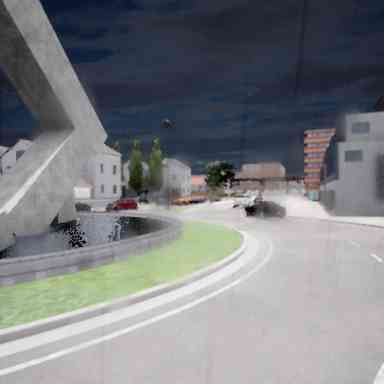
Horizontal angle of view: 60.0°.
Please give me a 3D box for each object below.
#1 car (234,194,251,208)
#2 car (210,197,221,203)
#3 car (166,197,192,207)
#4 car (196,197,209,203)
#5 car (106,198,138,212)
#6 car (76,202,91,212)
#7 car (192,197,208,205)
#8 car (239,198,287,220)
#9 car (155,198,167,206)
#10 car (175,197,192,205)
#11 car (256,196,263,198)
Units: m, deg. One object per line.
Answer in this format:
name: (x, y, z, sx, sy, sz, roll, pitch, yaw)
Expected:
car: (7.866, 1.378, 51.645, 2.150, 2.045, 5.566, -1, 0, 17)
car: (5.755, 1.920, 81.672, 1.895, 1.301, 4.718, -1, 0, 19)
car: (-2.265, 1.912, 58.687, 1.895, 1.301, 4.718, -1, 0, 21)
car: (2.589, 1.923, 83.231, 1.994, 1.385, 4.181, -1, 0, 19)
car: (-9.543, 1.687, 45.408, 2.097, 1.767, 4.553, -1, 0, 34)
car: (-15.526, 1.962, 43.742, 4.181, 1.385, 1.994, 0, 0, -44)
car: (1.166, 1.915, 68.305, 1.895, 1.301, 4.718, -1, 0, 19)
car: (6.242, 1.545, 28.964, 1.882, 1.535, 5.008, -1, 0, -17)
car: (-4.920, 1.904, 61.531, 2.033, 1.411, 5.357, -1, 0, 20)
car: (-1.702, 1.840, 70.732, 1.882, 1.535, 5.008, -1, 0, 19)
car: (14.626, 1.697, 72.099, 1.812, 1.442, 4.674, -1, 0, 19)
